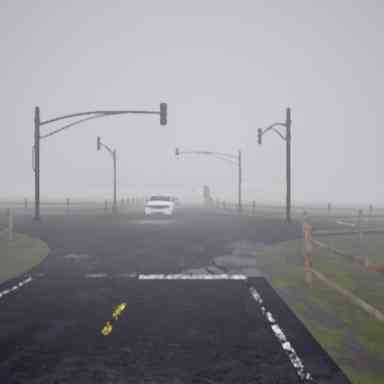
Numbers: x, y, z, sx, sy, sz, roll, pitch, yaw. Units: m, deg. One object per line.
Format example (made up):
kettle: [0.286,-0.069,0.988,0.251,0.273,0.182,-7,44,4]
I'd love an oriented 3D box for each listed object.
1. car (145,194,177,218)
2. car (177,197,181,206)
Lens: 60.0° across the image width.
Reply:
car: [-2.777,1.180,29.572,2.150,2.045,5.566,1,0,0]
car: [-2.712,1.418,50.354,1.812,1.442,4.674,0,1,0]
